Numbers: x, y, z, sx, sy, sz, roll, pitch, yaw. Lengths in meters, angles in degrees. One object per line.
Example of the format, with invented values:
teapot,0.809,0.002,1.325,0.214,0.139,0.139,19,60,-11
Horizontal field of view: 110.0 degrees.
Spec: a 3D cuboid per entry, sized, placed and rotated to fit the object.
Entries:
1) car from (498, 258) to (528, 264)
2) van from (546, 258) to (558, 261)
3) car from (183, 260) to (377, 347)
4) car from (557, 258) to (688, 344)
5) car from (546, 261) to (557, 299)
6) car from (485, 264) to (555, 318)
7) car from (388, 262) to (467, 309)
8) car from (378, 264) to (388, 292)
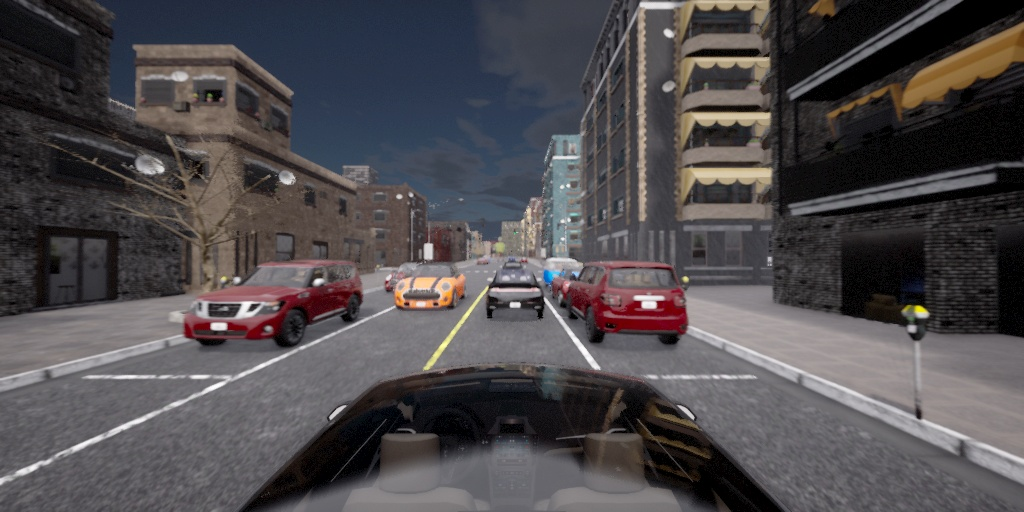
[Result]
car,0.084,1.163,28.097,1.837,1.490,4.892,0,0,0
van,2.681,1.026,20.280,1.690,1.789,3.998,0,0,0
car,-5.694,1.037,9.468,2.192,1.841,5.009,0,0,0
car,2.687,1.038,9.465,2.192,1.841,5.009,0,0,0
car,2.684,1.144,14.873,1.967,1.591,4.097,0,0,0
car,0.092,1.202,12.804,2.128,1.511,4.902,0,0,0
car,-3.104,1.057,14.497,2.097,1.767,4.553,0,0,0
car,-5.699,1.125,20.283,1.967,1.591,4.097,0,0,0
